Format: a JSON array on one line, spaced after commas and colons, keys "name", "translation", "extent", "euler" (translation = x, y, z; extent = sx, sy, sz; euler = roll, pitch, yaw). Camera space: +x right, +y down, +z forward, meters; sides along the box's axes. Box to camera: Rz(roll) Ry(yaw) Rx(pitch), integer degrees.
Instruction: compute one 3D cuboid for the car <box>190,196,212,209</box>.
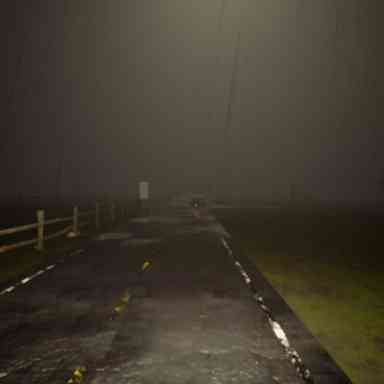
[{"name": "car", "translation": [1.133, 1.240, 40.384], "extent": [1.837, 1.490, 4.892], "euler": [-1, 0, 16]}]
